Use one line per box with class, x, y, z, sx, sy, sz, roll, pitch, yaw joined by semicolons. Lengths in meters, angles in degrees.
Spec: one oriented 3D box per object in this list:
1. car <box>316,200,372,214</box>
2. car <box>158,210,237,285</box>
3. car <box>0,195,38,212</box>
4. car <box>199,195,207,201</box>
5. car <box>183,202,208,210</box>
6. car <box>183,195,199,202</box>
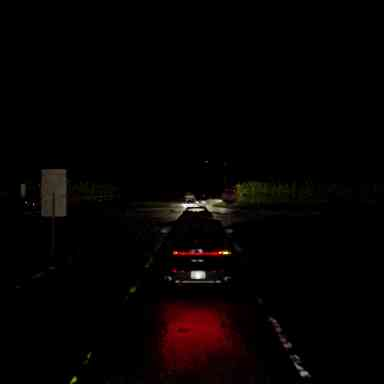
car;16.180;1.561;35.480;5.357;1.411;2.033;0;0;5
car;0.142;1.477;9.398;1.837;1.490;4.892;0;0;0
car;-18.395;1.126;34.303;4.553;1.767;2.097;0;0;3
car;2.211;1.418;75.414;1.895;1.301;4.718;0;0;12
car;0.277;1.507;19.204;1.994;1.385;4.181;0;0;3
car;-0.484;1.335;60.595;2.128;1.511;4.902;0;0;9
